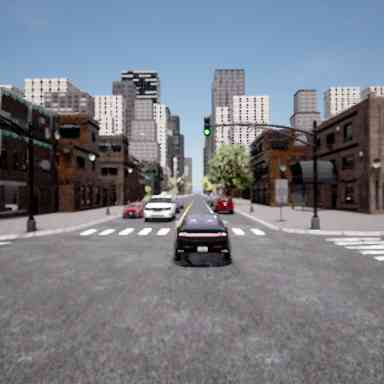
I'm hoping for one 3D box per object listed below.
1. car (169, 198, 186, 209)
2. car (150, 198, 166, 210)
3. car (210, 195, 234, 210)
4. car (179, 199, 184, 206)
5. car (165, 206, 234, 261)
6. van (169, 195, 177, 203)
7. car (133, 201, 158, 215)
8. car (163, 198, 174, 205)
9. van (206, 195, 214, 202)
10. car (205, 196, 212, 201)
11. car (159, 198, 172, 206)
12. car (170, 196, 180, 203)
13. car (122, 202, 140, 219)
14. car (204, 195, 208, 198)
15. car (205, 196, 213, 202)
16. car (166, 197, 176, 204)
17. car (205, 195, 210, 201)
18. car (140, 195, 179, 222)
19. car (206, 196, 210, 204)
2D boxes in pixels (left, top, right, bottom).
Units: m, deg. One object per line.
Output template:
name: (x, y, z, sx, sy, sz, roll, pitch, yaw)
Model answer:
car: (-2.056, 1.665, 47.929, 2.033, 1.411, 5.357, 0, 0, 1)
car: (-4.764, 1.652, 46.942, 1.752, 1.417, 4.829, 0, 0, 1)
car: (3.407, 1.377, 35.904, 2.192, 1.841, 5.009, 0, 0, 1)
car: (-2.319, 1.655, 37.600, 1.994, 1.385, 4.181, 0, 0, 1)
car: (0.370, 1.512, 12.428, 2.128, 1.511, 4.902, 0, 0, 1)
van: (-4.237, 1.555, 74.734, 1.690, 1.788, 3.998, 0, 0, 1)
car: (-4.971, 1.664, 36.063, 1.947, 1.339, 4.313, 0, 0, 1)
car: (-4.446, 1.758, 63.684, 1.802, 1.307, 4.206, 0, 0, 1)
van: (4.247, 1.538, 80.099, 1.690, 1.788, 3.998, 0, 0, 1)
car: (4.458, 1.821, 91.146, 1.802, 1.307, 4.206, 0, 0, 1)
car: (-4.551, 1.741, 58.161, 1.802, 1.307, 4.206, 0, 0, 1)
car: (-4.131, 1.785, 80.258, 2.008, 1.369, 4.403, 0, 0, 1)
car: (-5.164, 1.630, 30.544, 1.887, 1.381, 4.507, 0, 0, 1)
car: (4.037, 1.740, 69.049, 1.802, 1.307, 4.206, 0, 0, 1)
car: (4.355, 1.744, 85.793, 1.752, 1.417, 4.829, 0, 0, 1)
car: (-4.345, 1.719, 69.038, 1.752, 1.417, 4.829, 0, 0, 1)
car: (3.827, 1.673, 58.002, 2.008, 1.369, 4.403, 0, 0, 1)
car: (-2.530, 1.289, 27.552, 2.150, 2.045, 5.566, 0, 0, 1)
car: (3.723, 1.672, 52.478, 1.947, 1.339, 4.313, 0, 0, 1)
